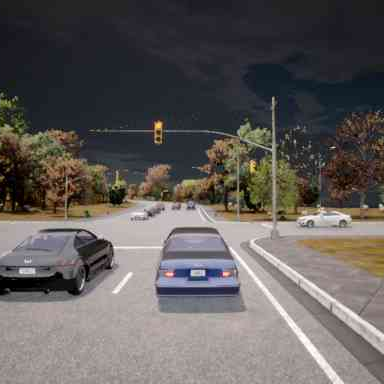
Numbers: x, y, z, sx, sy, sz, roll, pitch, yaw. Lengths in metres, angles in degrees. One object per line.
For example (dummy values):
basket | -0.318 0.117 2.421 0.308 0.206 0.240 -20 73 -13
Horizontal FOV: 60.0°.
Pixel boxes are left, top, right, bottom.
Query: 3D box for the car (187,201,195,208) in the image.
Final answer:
car | -0.354 3.220 87.929 1.882 1.535 5.008 0 0 -4

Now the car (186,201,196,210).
car | -0.229 3.290 77.750 2.097 1.767 4.553 0 0 0

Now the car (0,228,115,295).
car | -3.447 1.663 8.976 1.994 1.385 4.181 0 -1 0

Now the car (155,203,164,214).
car | -7.228 3.519 64.939 2.033 1.411 5.357 0 0 0

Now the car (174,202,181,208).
car | -3.878 3.405 88.186 1.837 1.490 4.892 0 0 -4

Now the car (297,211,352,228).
car | 11.743 2.408 29.591 4.674 1.442 1.812 0 -3 -1

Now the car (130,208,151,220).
car | -7.241 3.133 46.172 1.812 1.442 4.674 0 -2 0

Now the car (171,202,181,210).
car | -3.731 3.465 78.210 1.812 1.442 4.674 0 0 0

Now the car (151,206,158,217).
car | -7.251 3.456 55.192 1.895 1.301 4.718 0 -1 0

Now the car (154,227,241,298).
car | 0.066 1.645 8.869 2.033 1.411 5.357 0 -1 -1
